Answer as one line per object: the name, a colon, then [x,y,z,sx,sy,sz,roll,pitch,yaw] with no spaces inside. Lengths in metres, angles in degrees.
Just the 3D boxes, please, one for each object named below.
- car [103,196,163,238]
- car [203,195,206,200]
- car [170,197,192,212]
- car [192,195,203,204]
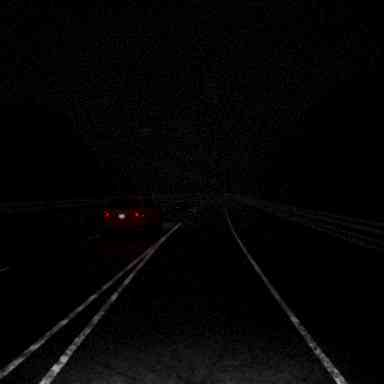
car: [-3.017,1.208,17.925,2.150,2.045,5.566,0,0,4]
car: [2.766,1.514,88.269,2.033,1.411,5.357,0,0,7]
car: [-1.392,1.514,38.925,1.812,1.442,4.674,0,0,4]
car: [0.348,1.523,61.345,2.033,1.411,5.357,0,0,4]
